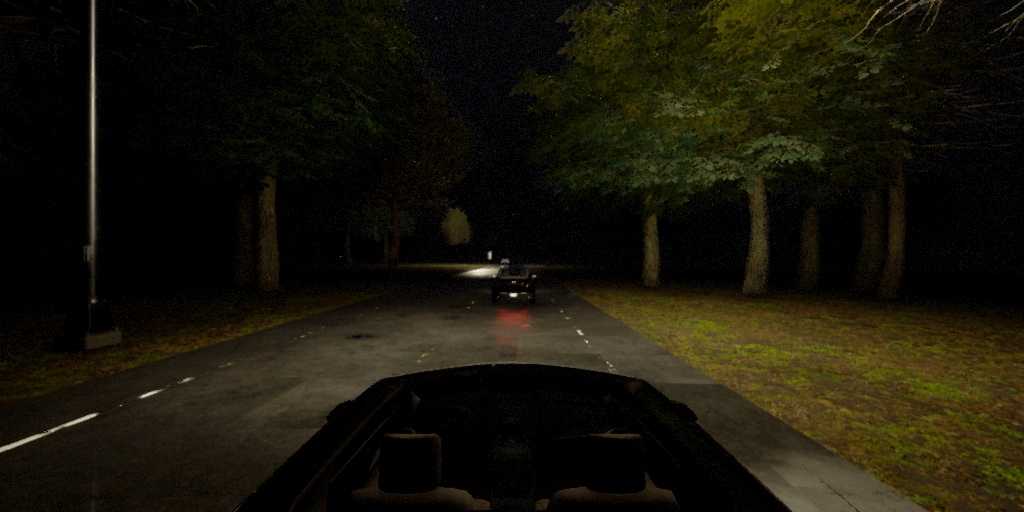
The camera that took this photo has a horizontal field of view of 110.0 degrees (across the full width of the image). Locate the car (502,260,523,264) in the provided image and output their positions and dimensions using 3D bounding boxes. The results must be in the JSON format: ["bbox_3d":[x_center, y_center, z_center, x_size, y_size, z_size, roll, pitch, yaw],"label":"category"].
[{"bbox_3d":[0.358,1.307,31.451,1.812,1.442,4.674,0,0,1],"label":"car"}]

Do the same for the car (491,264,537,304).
[{"bbox_3d":[0.090,1.274,16.470,1.837,1.490,4.892,0,0,1],"label":"car"}]
